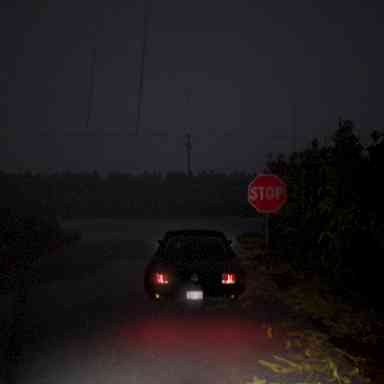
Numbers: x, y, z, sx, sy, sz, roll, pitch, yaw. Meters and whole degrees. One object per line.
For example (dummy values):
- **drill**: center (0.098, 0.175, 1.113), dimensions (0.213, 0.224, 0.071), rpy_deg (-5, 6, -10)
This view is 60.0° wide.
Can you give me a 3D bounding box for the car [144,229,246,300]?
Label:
- **car**: center (0.072, 1.572, 8.234), dimensions (1.895, 1.301, 4.718), rpy_deg (0, 0, 0)
